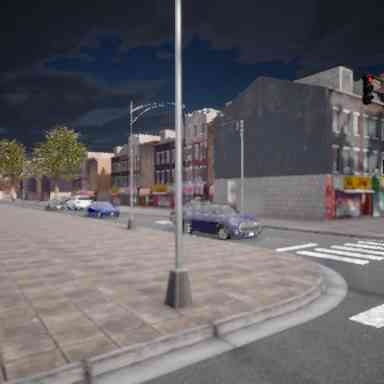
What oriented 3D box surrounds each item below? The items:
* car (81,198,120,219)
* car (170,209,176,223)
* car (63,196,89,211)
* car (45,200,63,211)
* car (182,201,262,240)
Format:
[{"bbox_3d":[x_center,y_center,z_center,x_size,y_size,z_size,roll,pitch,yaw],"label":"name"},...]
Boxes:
[{"bbox_3d":[-8.396,1.650,31.078,1.882,1.535,5.008,0,0,-35],"label":"car"},{"bbox_3d":[0.280,1.422,23.933,2.097,1.767,4.553,0,0,-35],"label":"car"},{"bbox_3d":[-15.882,1.563,46.627,2.150,2.045,5.566,0,-1,-36],"label":"car"},{"bbox_3d":[-19.105,1.899,46.236,2.128,1.511,4.902,0,-1,-36],"label":"car"},{"bbox_3d":[1.470,1.390,17.262,2.097,1.767,4.553,0,0,-36],"label":"car"}]
